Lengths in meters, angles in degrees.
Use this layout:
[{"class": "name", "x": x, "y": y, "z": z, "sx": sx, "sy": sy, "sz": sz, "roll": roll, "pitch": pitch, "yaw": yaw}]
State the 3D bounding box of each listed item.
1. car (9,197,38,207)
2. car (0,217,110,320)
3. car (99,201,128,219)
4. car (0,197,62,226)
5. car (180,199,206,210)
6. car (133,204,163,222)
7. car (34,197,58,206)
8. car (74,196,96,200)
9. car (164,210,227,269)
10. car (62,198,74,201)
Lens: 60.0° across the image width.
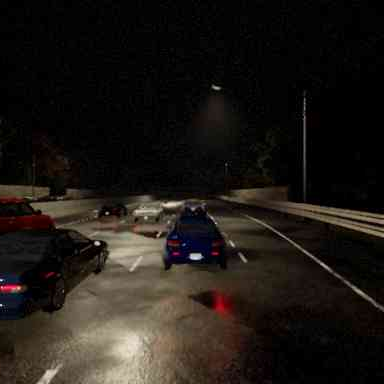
[{"class": "car", "x": -28.051, "y": 1.633, "z": 55.574, "sx": 2.033, "sy": 1.411, "sz": 5.357, "roll": 0, "pitch": 0, "yaw": 1}, {"class": "car", "x": -3.405, "y": 1.554, "z": 7.641, "sx": 2.033, "sy": 1.411, "sz": 5.357, "roll": 0, "pitch": 0, "yaw": 0}, {"class": "car", "x": -6.915, "y": 1.559, "z": 29.419, "sx": 1.812, "sy": 1.442, "sz": 4.674, "roll": 0, "pitch": 0, "yaw": 0}, {"class": "car", "x": -6.906, "y": 1.231, "z": 11.819, "sx": 2.150, "sy": 2.045, "sz": 5.566, "roll": 0, "pitch": 0, "yaw": 0}, {"class": "car", "x": 0.087, "y": 1.384, "z": 28.143, "sx": 2.097, "sy": 1.767, "sz": 4.553, "roll": 0, "pitch": 0, "yaw": 0}, {"class": "car", "x": -3.415, "y": 1.631, "z": 26.850, "sx": 1.895, "sy": 1.301, "sz": 4.718, "roll": 0, "pitch": 0, "yaw": 0}, {"class": "car", "x": -24.566, "y": 1.564, "z": 56.066, "sx": 1.882, "sy": 1.535, "sz": 5.008, "roll": 0, "pitch": 0, "yaw": 1}, {"class": "car", "x": -17.573, "y": 1.439, "z": 55.994, "sx": 2.097, "sy": 1.767, "sz": 4.553, "roll": 0, "pitch": 0, "yaw": 1}, {"class": "car", "x": 0.093, "y": 1.535, "z": 11.075, "sx": 1.812, "sy": 1.442, "sz": 4.674, "roll": 0, "pitch": 0, "yaw": 0}, {"class": "car", "x": -21.068, "y": 1.651, "z": 56.560, "sx": 1.994, "sy": 1.385, "sz": 4.181, "roll": 0, "pitch": 0, "yaw": 1}]
